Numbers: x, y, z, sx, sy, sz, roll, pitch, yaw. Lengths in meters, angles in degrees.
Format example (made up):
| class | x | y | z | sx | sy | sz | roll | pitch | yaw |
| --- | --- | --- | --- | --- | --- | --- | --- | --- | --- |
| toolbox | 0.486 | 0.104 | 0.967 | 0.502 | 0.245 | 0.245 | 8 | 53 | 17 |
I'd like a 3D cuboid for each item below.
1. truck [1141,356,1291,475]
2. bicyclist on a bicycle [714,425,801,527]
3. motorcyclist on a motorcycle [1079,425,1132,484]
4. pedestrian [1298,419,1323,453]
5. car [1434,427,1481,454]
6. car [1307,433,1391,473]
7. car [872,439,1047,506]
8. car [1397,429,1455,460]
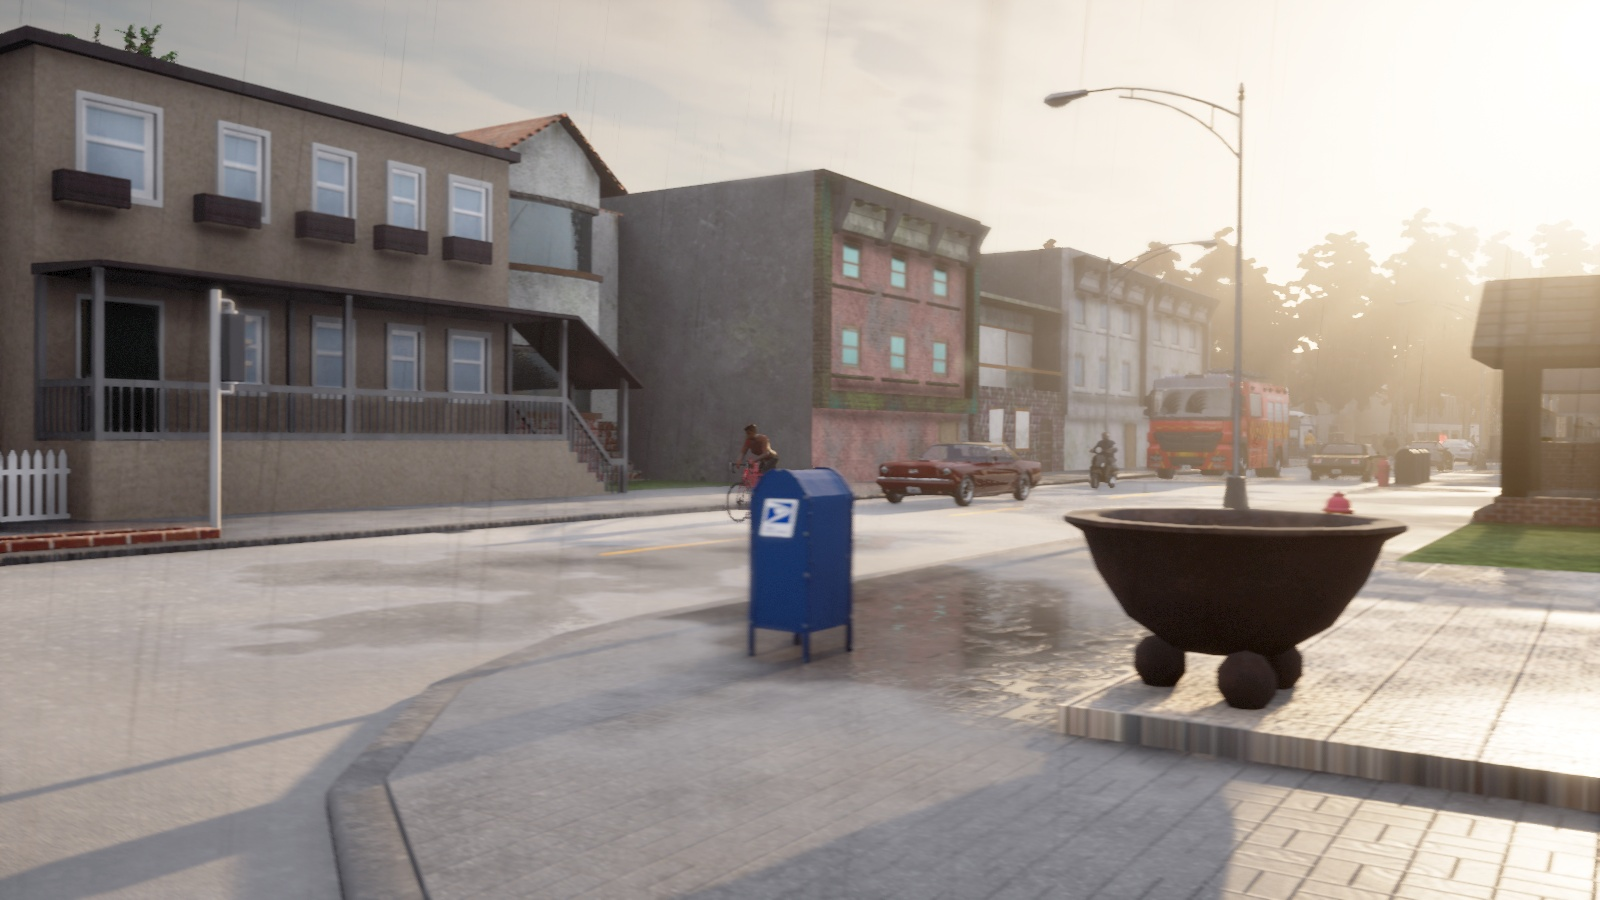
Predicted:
| class | x | y | z | sx | sy | sz | roll | pitch | yaw |
| --- | --- | --- | --- | --- | --- | --- | --- | --- | --- |
| truck | 14.929 | -1.176 | 44.560 | 2.891 | 3.827 | 8.468 | 0 | 1 | 34 |
| bicyclist on a bicycle | -0.694 | 0.404 | 21.055 | 0.582 | 1.620 | 1.656 | 0 | 1 | 33 |
| motorcyclist on a motorcycle | 8.482 | 0.132 | 34.850 | 0.866 | 1.590 | 1.817 | 0 | -1 | 34 |
| pedestrian | 28.719 | -0.782 | 70.660 | 0.900 | 1.855 | 0.874 | -1 | 1 | -22 |
| car | 36.845 | -0.536 | 70.328 | 1.812 | 1.442 | 4.674 | 0 | 1 | 34 |
| car | 19.178 | 0.062 | 43.729 | 1.895 | 1.301 | 4.718 | 0 | 1 | 34 |
| car | 3.596 | 0.425 | 27.491 | 1.895 | 1.301 | 4.718 | 0 | 1 | 34 |
| car | 29.808 | -0.289 | 59.734 | 1.994 | 1.385 | 4.181 | 0 | 1 | 33 |
